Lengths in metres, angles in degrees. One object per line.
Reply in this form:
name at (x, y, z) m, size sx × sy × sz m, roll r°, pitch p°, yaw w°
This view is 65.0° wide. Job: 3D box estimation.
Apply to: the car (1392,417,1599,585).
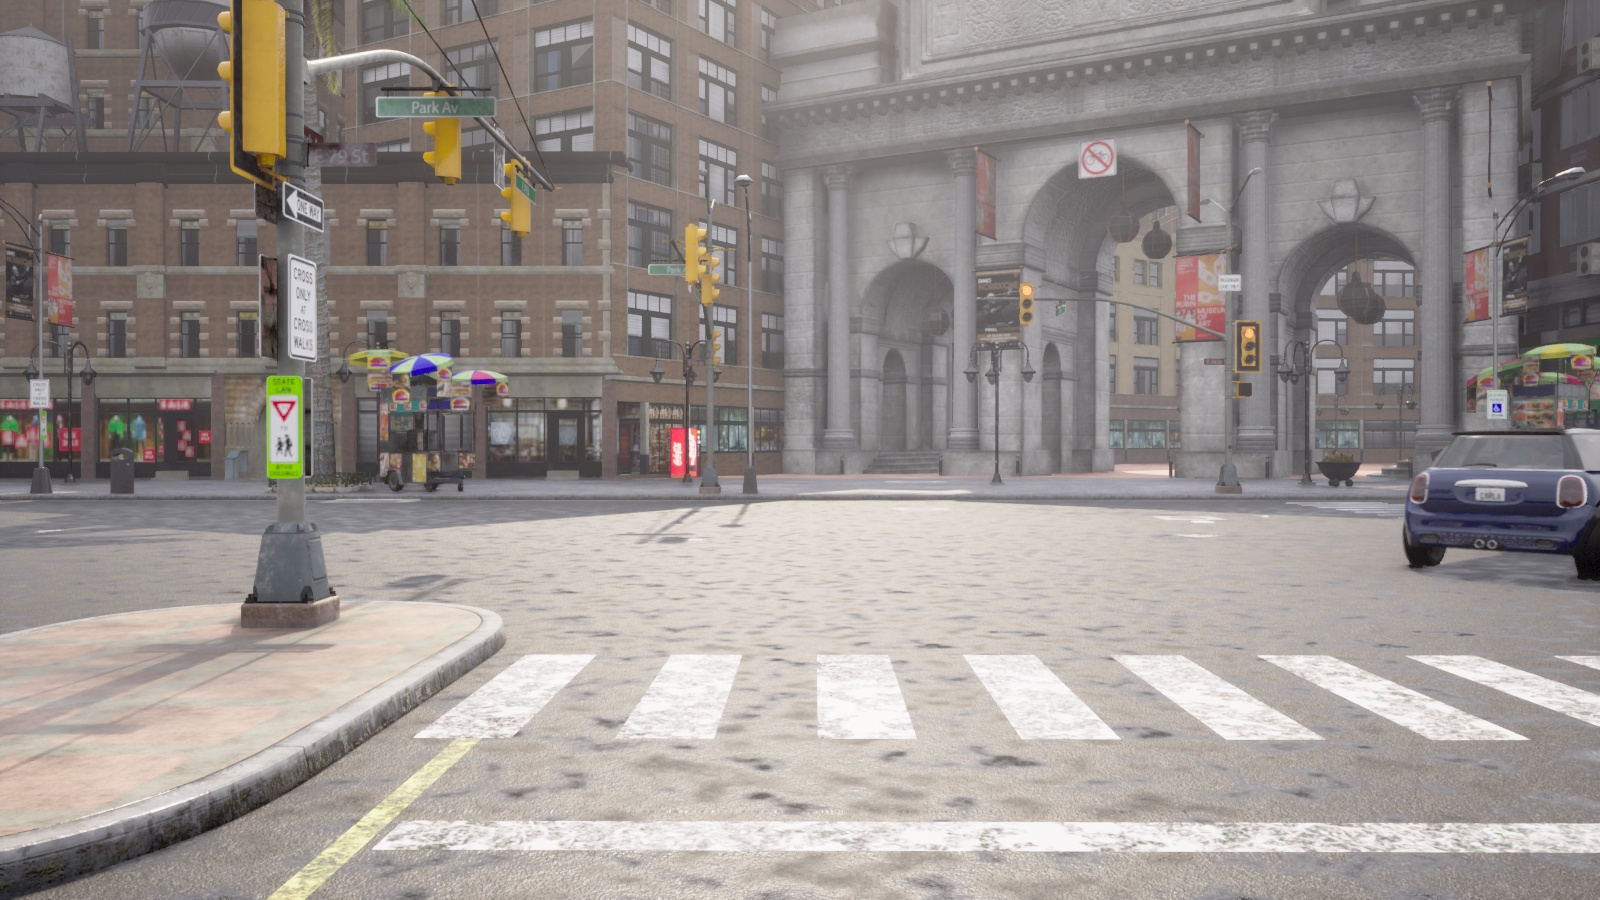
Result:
car at (9.380, 0.525, 15.518) m, size 4.553 × 1.767 × 2.097 m, roll 0°, pitch 1°, yaw -42°
